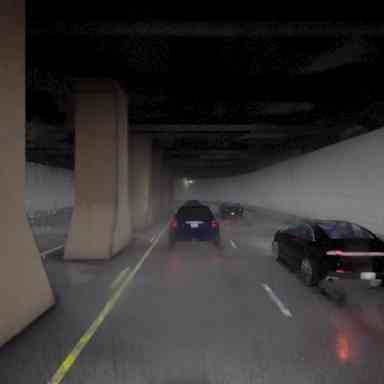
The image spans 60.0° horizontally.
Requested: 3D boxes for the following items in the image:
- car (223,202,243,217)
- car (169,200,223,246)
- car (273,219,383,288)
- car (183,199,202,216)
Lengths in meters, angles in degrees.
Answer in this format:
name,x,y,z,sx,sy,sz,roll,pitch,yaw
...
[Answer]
name,x,y,z,sx,sy,sz,roll,pitch,yaw
car,3.598,1.606,31.616,1.895,1.301,4.718,0,0,0
car,0.099,1.354,15.476,2.097,1.767,4.553,0,0,0
car,3.601,1.493,9.222,2.128,1.511,4.902,0,0,0
car,0.085,1.531,34.178,1.812,1.442,4.674,0,0,0
